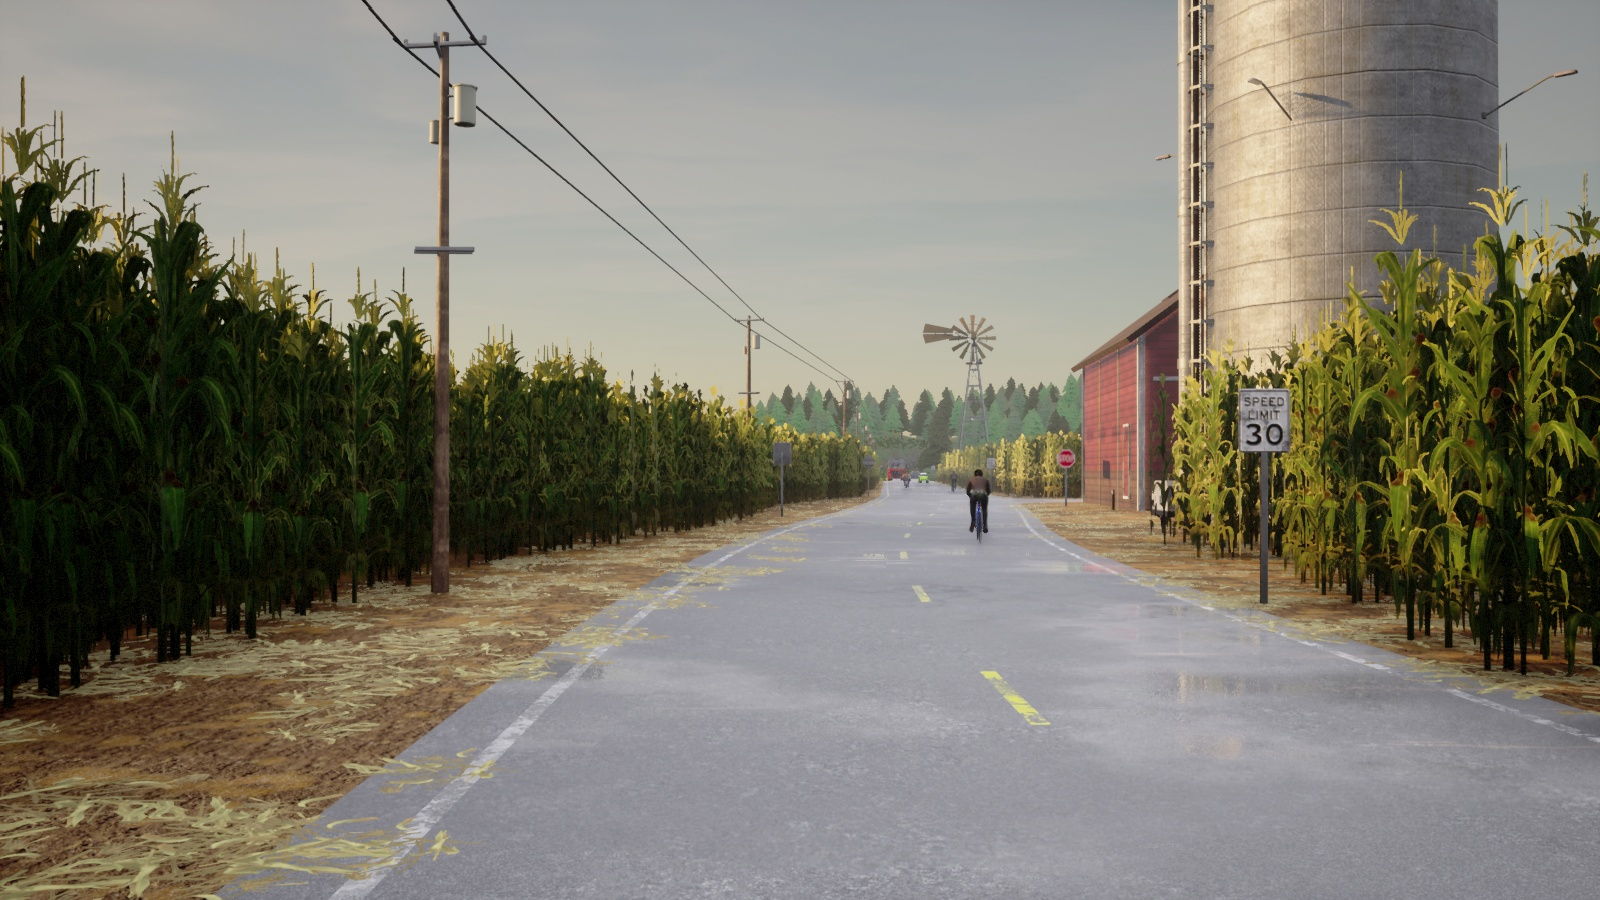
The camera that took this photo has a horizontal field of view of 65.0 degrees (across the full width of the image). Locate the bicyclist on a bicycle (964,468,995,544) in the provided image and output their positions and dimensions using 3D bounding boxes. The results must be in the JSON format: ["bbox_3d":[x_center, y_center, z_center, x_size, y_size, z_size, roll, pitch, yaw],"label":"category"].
[{"bbox_3d":[3.960,1.217,27.765,0.582,1.620,1.656,0,-1,5],"label":"bicyclist on a bicycle"}]
